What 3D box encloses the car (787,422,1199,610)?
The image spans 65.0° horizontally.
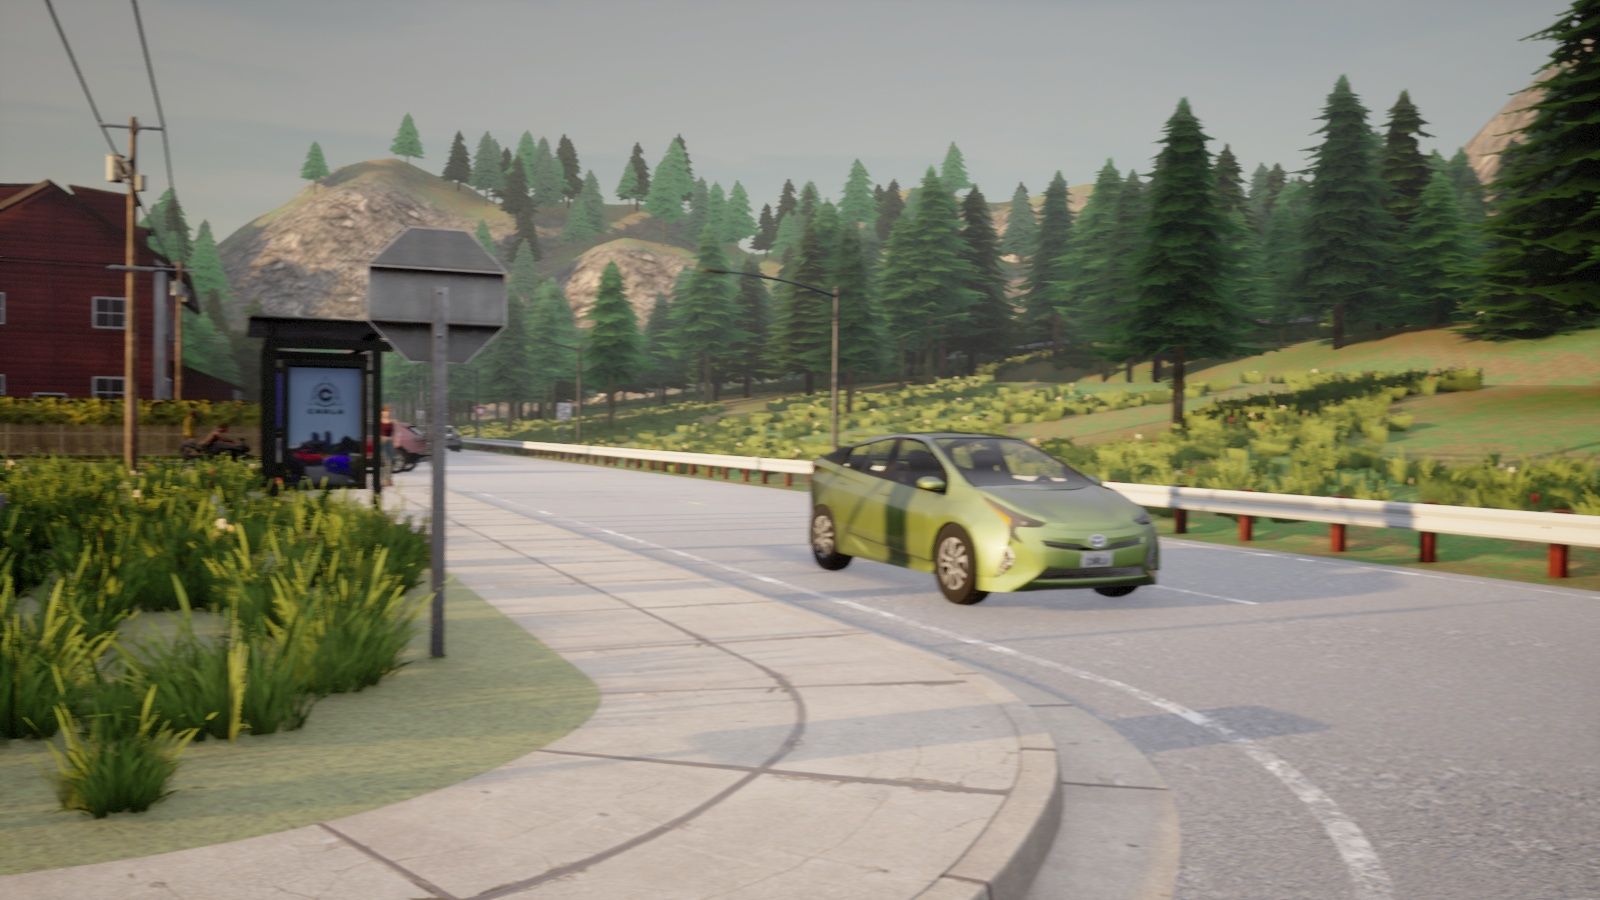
[{"bbox_3d":[1.687,0.509,12.745,2.007,1.525,4.514,-1,1,-24],"label":"car"}]

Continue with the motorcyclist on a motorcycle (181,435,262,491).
[{"bbox_3d":[-16.268,0.345,35.367,2.044,1.523,0.797,-1,1,-23],"label":"motorcyclist on a motorcycle"}]

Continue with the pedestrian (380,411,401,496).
[{"bbox_3d":[-8.965,0.077,27.470,0.345,1.836,0.594,-1,1,-24],"label":"pedestrian"}]

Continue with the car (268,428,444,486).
[{"bbox_3d":[-13.983,0.189,39.824,4.856,1.649,2.033,-2,2,-5],"label":"car"}]

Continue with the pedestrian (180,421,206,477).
[{"bbox_3d":[-20.154,-0.049,41.678,0.726,1.835,0.370,-1,1,-22],"label":"pedestrian"}]

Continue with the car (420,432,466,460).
[{"bbox_3d":[-20.187,-0.239,70.954,1.970,1.475,3.806,-1,1,-24],"label":"car"}]
